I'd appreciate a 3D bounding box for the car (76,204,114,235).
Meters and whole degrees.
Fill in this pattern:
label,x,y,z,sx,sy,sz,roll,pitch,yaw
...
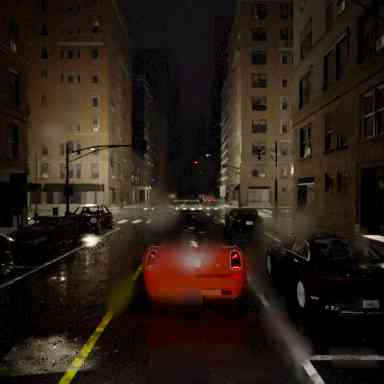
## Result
label,x,y,z,sx,sy,sz,roll,pitch,yaw
car,-5.691,1.440,18.466,1.967,1.590,4.097,0,0,0

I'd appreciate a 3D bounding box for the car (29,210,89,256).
label,x,y,z,sx,sy,sz,roll,pitch,yaw
car,-5.685,1.582,12.964,1.802,1.307,4.206,0,0,0

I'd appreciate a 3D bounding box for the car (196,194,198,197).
label,x,y,z,sx,sy,sz,roll,pitch,yaw
car,2.843,1.559,88.019,1.967,1.590,4.097,0,0,0

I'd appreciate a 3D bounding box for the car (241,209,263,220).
label,x,y,z,sx,sy,sz,roll,pitch,yaw
car,2.834,1.566,18.475,1.947,1.339,4.313,0,0,0

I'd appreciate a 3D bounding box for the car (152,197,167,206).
label,x,y,z,sx,sy,sz,roll,pitch,yaw
car,-5.701,1.617,55.569,1.802,1.307,4.206,0,0,0

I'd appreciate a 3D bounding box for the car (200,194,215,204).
label,x,y,z,sx,sy,sz,roll,pitch,yaw
car,2.823,1.475,55.566,1.967,1.590,4.097,0,0,0

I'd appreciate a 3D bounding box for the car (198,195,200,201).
label,x,y,z,sx,sy,sz,roll,pitch,yaw
car,2.831,1.606,66.383,2.008,1.369,4.403,0,0,0

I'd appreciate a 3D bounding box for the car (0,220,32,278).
label,x,y,z,sx,sy,sz,roll,pitch,yaw
car,-5.678,1.565,7.463,1.947,1.339,4.313,0,0,0

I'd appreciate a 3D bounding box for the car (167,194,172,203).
label,x,y,z,sx,sy,sz,roll,pitch,yaw
car,-5.694,1.605,66.385,2.008,1.369,4.403,0,0,0

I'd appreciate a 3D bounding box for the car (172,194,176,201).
label,x,y,z,sx,sy,sz,roll,pitch,yaw
car,-5.685,1.624,82.441,1.752,1.417,4.829,0,0,0

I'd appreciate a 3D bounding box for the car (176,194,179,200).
label,x,y,z,sx,sy,sz,roll,pitch,yaw
car,-5.679,1.455,93.429,2.192,1.841,5.009,0,0,0

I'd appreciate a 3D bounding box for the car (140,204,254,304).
label,x,y,z,sx,sy,sz,roll,pitch,yaw
car,0.053,1.352,8.334,2.097,1.767,4.553,0,0,0

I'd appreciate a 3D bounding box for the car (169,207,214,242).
label,x,y,z,sx,sy,sz,roll,pitch,yaw
car,-0.016,1.564,16.988,1.994,1.385,4.181,0,0,0

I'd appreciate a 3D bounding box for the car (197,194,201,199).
label,x,y,z,sx,sy,sz,roll,pitch,yaw
car,2.836,1.523,77.202,1.967,1.590,4.097,0,0,0

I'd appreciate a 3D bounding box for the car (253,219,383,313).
label,x,y,z,sx,sy,sz,roll,pitch,yaw
car,2.847,1.550,7.473,2.008,1.369,4.403,0,0,0
